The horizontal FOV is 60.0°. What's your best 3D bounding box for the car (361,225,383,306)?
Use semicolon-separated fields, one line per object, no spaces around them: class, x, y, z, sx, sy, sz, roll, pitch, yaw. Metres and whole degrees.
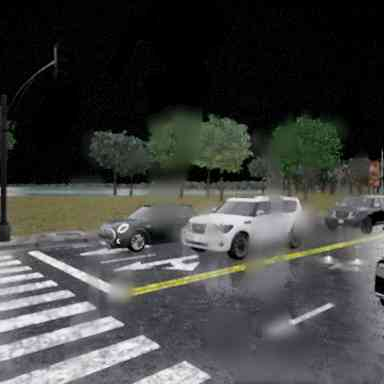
car;5.431;1.502;6.779;4.902;1.511;2.128;0;0;-41

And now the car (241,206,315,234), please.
car;5.181;1.561;19.662;4.718;1.301;1.895;0;0;-41

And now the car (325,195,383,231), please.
car;10.021;1.209;19.570;5.566;2.045;2.150;0;0;-41

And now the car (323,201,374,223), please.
car;12.204;1.502;25.794;4.674;1.442;1.812;0;0;-41

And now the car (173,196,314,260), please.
car;2.221;1.191;12.737;5.566;2.045;2.150;0;0;-41

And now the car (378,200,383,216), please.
car;19.998;1.521;32.537;4.674;1.442;1.812;0;0;-43

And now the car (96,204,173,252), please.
car;-1.577;1.296;13.733;4.553;1.767;2.097;0;0;-41
